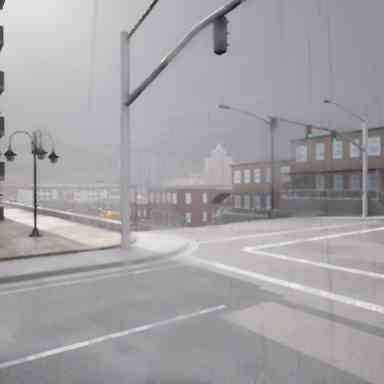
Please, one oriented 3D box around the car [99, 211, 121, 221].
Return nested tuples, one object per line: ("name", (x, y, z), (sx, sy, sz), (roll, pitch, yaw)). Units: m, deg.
("car", (-11.703, 3.473, 47.595), (1.882, 1.535, 5.008), (0, -2, -36))
